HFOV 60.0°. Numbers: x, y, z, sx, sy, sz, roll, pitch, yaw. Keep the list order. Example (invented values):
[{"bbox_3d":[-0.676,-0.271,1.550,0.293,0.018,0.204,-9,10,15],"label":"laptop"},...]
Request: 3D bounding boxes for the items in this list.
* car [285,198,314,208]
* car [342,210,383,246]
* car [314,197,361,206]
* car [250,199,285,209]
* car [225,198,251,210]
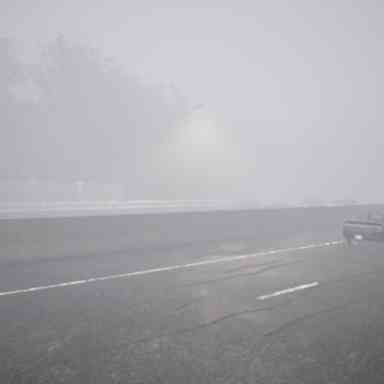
[{"bbox_3d":[12.147,1.383,34.132,4.553,1.767,2.097,0,0,-35],"label":"car"},{"bbox_3d":[8.343,1.508,14.122,4.902,1.511,2.128,0,0,-36],"label":"car"},{"bbox_3d":[13.973,1.383,31.138,4.553,1.767,2.097,0,0,-35],"label":"car"},{"bbox_3d":[8.970,1.631,36.171,4.718,1.301,1.895,0,0,-35],"label":"car"},{"bbox_3d":[5.971,1.532,38.324,4.892,1.490,1.837,0,0,-35],"label":"car"}]
